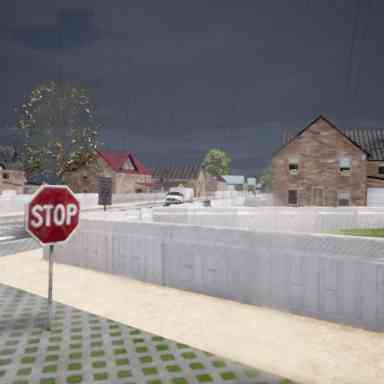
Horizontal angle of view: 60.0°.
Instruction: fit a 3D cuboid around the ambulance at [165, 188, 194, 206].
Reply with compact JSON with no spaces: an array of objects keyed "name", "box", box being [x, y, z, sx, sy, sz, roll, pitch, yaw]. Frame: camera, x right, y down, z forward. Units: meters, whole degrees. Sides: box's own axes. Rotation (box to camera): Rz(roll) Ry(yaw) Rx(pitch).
[{"name":"ambulance","box":[-1.747,0.662,47.050,2.351,2.431,6.366,2,1,18]}]
